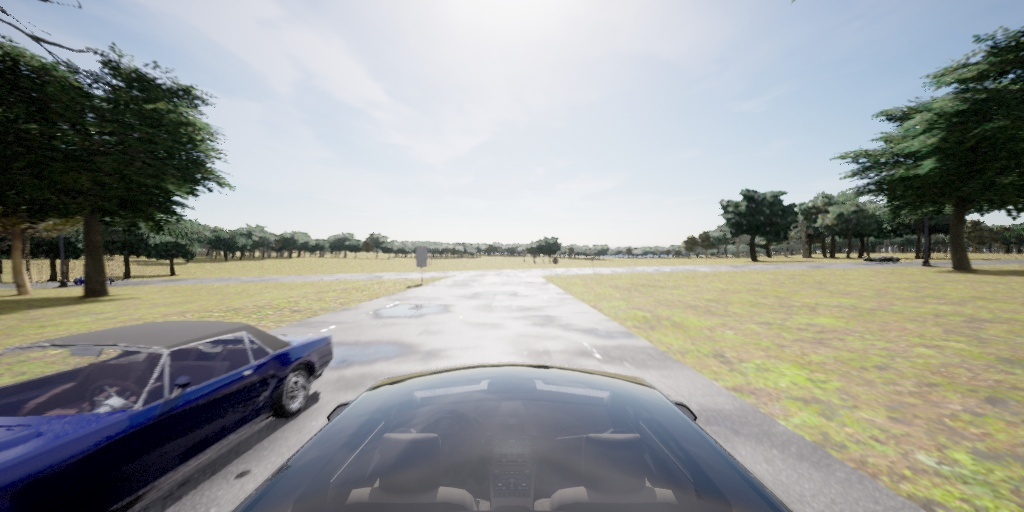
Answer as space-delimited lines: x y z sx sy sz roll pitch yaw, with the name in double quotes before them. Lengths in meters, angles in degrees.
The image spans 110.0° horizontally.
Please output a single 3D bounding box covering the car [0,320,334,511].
"car" -3.603 1.364 3.160 1.895 1.301 4.718 0 -1 0
